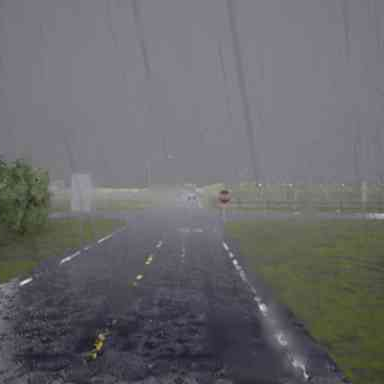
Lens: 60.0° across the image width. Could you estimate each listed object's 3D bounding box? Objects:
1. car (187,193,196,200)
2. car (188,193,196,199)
[{"bbox_3d":[-0.023,1.087,79.336,2.097,1.767,4.553,0,0,0],"label":"car"},{"bbox_3d":[-0.026,1.083,89.404,1.994,1.385,4.181,0,0,0],"label":"car"}]
